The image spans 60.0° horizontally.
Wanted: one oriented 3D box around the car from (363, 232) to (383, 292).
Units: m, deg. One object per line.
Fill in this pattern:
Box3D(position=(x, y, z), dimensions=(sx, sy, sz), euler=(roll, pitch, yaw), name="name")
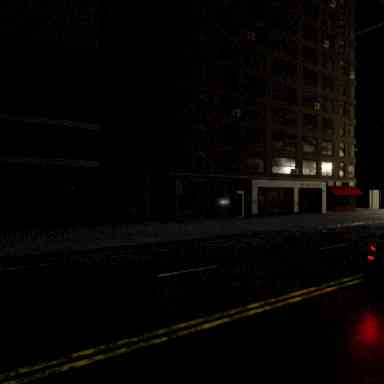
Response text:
Box3D(position=(6.033, 1.353, 7.740), dimensions=(4.553, 1.767, 2.097), euler=(0, 0, -35), name="car")
